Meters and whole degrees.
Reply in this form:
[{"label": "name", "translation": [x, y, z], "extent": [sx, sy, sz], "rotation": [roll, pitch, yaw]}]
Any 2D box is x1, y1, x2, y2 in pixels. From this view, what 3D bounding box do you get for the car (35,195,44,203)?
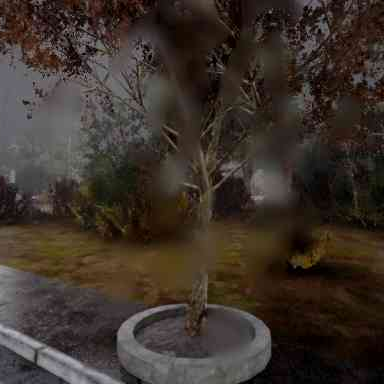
[{"label": "car", "translation": [-21.488, 1.194, 45.679], "extent": [1.812, 1.442, 4.674], "rotation": [1, 0, 32]}]
